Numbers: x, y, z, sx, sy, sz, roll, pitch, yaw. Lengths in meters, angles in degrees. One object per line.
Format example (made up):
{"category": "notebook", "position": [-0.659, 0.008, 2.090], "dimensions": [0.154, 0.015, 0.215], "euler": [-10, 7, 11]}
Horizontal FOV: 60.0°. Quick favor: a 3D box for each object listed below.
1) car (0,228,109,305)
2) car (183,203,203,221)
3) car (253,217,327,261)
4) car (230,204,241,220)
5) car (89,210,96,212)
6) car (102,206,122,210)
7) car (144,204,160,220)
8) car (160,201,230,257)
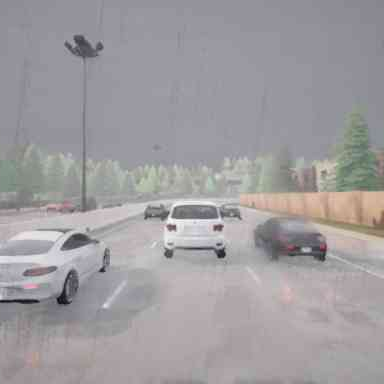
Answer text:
{"category": "car", "position": [-3.399, 1.618, 8.171], "dimensions": [1.812, 1.442, 4.674], "euler": [0, 0, 0]}
{"category": "car", "position": [0.103, 1.889, 32.537], "dimensions": [1.812, 1.442, 4.674], "euler": [0, 0, 0]}
{"category": "car", "position": [3.601, 1.669, 12.769], "dimensions": [1.812, 1.442, 4.674], "euler": [0, 0, 0]}
{"category": "car", "position": [3.604, 1.888, 32.390], "dimensions": [1.812, 1.442, 4.674], "euler": [0, 0, 0]}
{"category": "car", "position": [-14.072, 1.712, 43.720], "dimensions": [2.150, 2.045, 5.566], "euler": [0, -1, 0]}
{"category": "car", "position": [-10.575, 2.043, 44.407], "dimensions": [2.033, 1.411, 5.357], "euler": [0, -1, 0]}
{"category": "car", "position": [-3.398, 1.847, 31.760], "dimensions": [2.128, 1.511, 4.902], "euler": [0, -1, 0]}
{"category": "car", "position": [0.102, 1.377, 13.706], "dimensions": [2.150, 2.045, 5.566], "euler": [0, 0, 0]}
